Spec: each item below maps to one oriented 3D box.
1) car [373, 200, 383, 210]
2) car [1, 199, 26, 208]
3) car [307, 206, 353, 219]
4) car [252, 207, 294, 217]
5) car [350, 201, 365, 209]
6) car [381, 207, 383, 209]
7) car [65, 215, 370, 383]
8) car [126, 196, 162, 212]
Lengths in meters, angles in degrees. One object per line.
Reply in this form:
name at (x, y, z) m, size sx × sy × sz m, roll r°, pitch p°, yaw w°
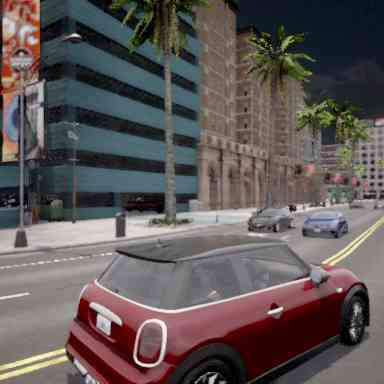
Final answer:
car at (30.280, 2.088, 53.226) m, size 2.128 × 1.511 × 4.902 m, roll 0°, pitch -1°, yaw 34°
car at (-31.372, 2.071, 59.330) m, size 2.161 × 1.482 × 4.786 m, roll 0°, pitch -1°, yaw 33°
car at (7.707, 1.740, 19.007) m, size 1.812 × 1.442 × 4.674 m, roll 0°, pitch -1°, yaw 34°
car at (5.222, 1.747, 21.587) m, size 1.837 × 1.490 × 4.892 m, roll 0°, pitch -1°, yaw 34°
car at (27.826, 2.187, 55.856) m, size 1.994 × 1.385 × 4.181 m, roll 0°, pitch -1°, yaw 34°
car at (12.770, 1.773, 19.970) m, size 2.033 × 1.411 × 5.357 m, roll 0°, pitch -1°, yaw 33°
car at (0.706, 1.408, 4.823) m, size 4.553 × 1.767 × 2.097 m, roll 1°, pitch -1°, yaw -40°
car at (-6.022, 1.509, 43.103) m, size 2.435 × 2.045 × 5.566 m, roll 0°, pitch -1°, yaw 33°
